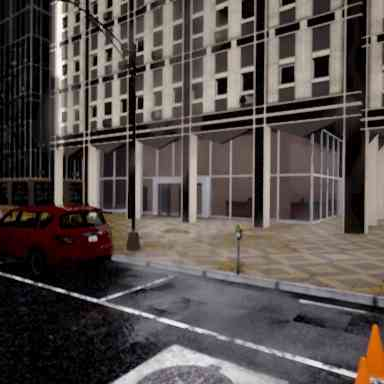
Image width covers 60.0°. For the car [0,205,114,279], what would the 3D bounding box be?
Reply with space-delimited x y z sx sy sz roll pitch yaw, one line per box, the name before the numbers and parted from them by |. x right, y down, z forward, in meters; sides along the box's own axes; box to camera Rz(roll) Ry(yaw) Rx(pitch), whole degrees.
car | -4.554 1.308 10.102 5.009 1.841 2.192 0 1 35

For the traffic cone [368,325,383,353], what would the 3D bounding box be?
traffic cone | 2.290 1.955 4.149 0.340 0.580 0.340 0 0 35

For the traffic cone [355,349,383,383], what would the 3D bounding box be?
traffic cone | 1.717 1.955 3.330 0.340 0.580 0.340 0 0 35
